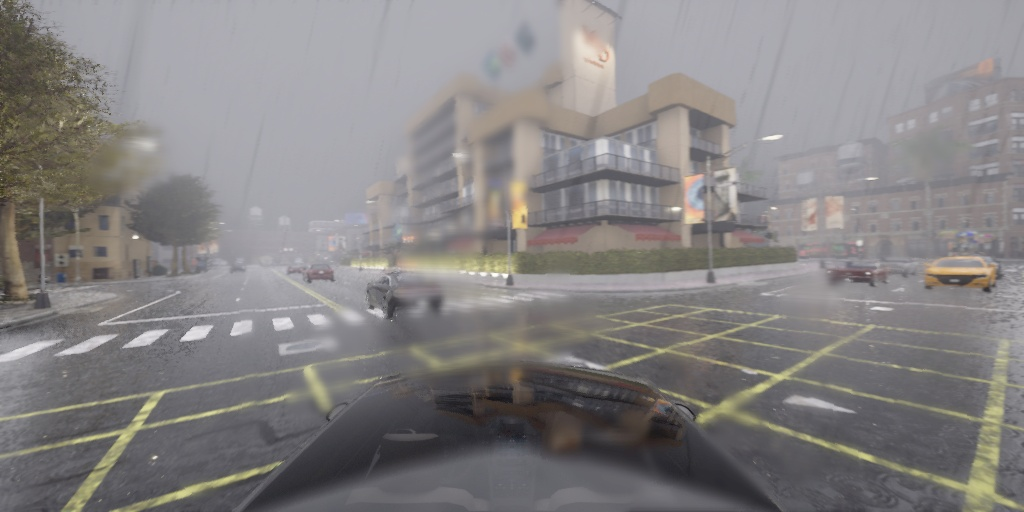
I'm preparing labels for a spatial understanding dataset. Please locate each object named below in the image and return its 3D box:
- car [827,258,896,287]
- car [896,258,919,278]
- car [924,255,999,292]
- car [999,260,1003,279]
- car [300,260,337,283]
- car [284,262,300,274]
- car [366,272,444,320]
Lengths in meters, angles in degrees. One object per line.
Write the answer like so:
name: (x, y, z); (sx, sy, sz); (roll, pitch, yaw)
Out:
car: (19.314, 0.931, 19.910); (4.718, 1.301, 1.895); (-1, 0, -35)
car: (26.806, 0.769, 25.178); (4.718, 1.301, 1.895); (-1, 0, -34)
car: (21.362, 0.765, 17.078); (5.008, 1.535, 1.882); (-1, 0, -35)
car: (29.004, 0.648, 22.448); (4.674, 1.442, 1.812); (-1, 0, -35)
car: (-17.983, 1.476, 33.221); (2.097, 1.767, 4.553); (-1, 0, -35)
car: (-31.746, 2.012, 52.496); (1.895, 1.301, 4.718); (-1, 0, -35)
car: (-4.097, 1.325, 13.311); (2.128, 1.511, 4.902); (-1, 0, -33)
